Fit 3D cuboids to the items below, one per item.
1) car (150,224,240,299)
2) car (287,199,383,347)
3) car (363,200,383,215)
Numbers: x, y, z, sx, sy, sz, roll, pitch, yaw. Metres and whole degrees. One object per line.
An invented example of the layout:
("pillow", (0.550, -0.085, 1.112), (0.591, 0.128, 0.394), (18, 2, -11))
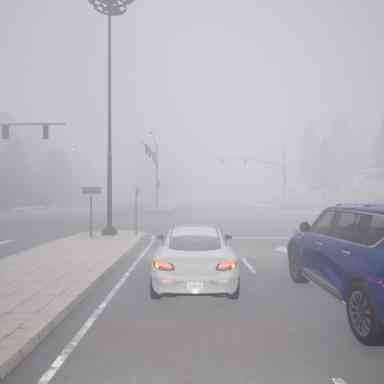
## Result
("car", (0.062, 1.526, 8.300), (1.812, 1.442, 4.674), (0, 0, 0))
("car", (3.553, 1.221, 6.454), (2.150, 2.045, 5.566), (0, 0, 1))
("car", (20.511, 1.547, 33.644), (5.357, 1.411, 2.033), (0, 0, -1))
